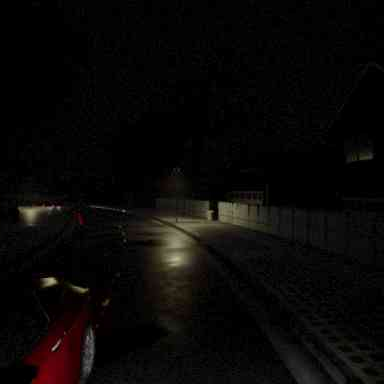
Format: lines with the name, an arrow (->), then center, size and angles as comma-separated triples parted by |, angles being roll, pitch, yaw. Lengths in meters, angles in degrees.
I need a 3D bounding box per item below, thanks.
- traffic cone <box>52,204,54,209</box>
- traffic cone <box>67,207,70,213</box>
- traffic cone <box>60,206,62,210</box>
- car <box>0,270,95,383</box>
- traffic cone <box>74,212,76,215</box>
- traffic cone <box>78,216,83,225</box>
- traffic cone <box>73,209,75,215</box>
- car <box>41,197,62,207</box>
traffic cone -> -18.539, 1.920, 44.268 | 0.340, 0.580, 0.340 | 0, 0, -36
traffic cone -> -13.381, 1.929, 36.068 | 0.340, 0.580, 0.340 | 0, 0, -29
traffic cone -> -15.833, 1.924, 40.248 | 0.340, 0.580, 0.340 | 0, 0, -32
car -> -2.049, 1.526, 2.624 | 1.812, 1.442, 4.674 | 0, 0, -3
traffic cone -> -9.274, 1.940, 27.295 | 0.340, 0.580, 0.340 | 0, 0, -22
traffic cone -> -7.636, 1.945, 22.734 | 0.340, 0.580, 0.340 | 0, 0, -18
traffic cone -> -11.192, 1.934, 31.745 | 0.340, 0.580, 0.340 | 0, 0, -25
car -> -21.839, 1.480, 51.399 | 1.812, 1.442, 4.674 | 0, 0, -42
